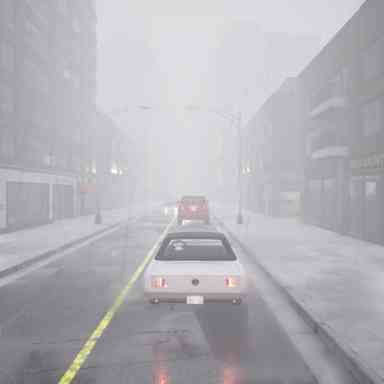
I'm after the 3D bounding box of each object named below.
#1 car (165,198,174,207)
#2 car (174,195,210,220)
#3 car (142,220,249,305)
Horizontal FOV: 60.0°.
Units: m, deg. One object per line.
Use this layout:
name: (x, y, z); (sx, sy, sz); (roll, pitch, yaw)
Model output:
car: (-3.070, 1.621, 50.437); (1.895, 1.301, 4.718); (0, 0, 1)
car: (0.092, 1.224, 24.172); (2.150, 2.045, 5.566); (0, 0, 0)
car: (0.093, 1.601, 8.037); (1.895, 1.301, 4.718); (0, 0, 1)
